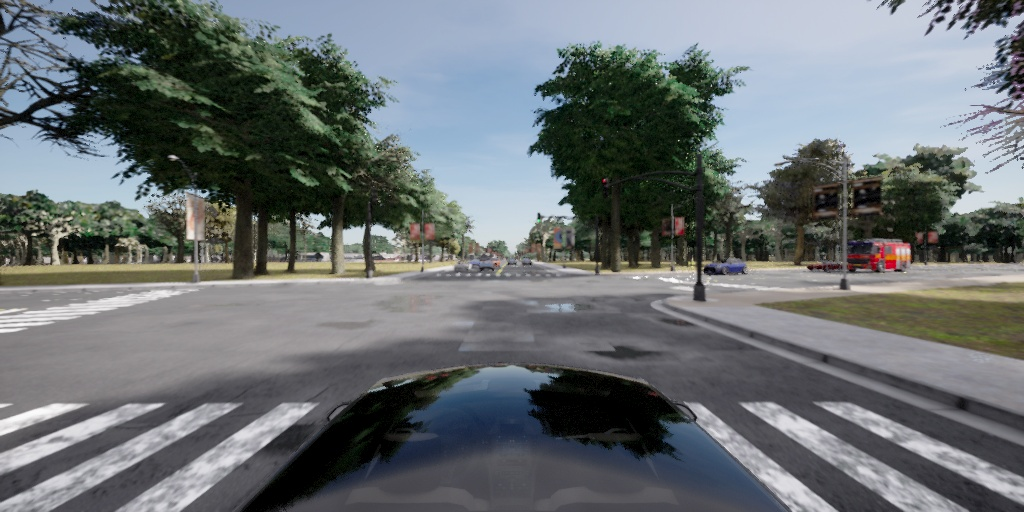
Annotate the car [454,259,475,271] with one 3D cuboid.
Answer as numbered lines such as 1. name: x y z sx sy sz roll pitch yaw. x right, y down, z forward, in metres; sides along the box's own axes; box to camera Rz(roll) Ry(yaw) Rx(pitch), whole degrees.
1. car: -6.560 1.360 48.036 1.895 1.301 4.718 0 0 0

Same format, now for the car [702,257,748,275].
1. car: 21.600 1.015 36.370 4.553 1.767 2.097 0 0 -23

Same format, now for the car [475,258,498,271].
1. car: -3.310 1.307 48.243 2.033 1.411 5.357 0 0 0

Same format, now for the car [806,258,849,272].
1. car: 37.935 1.224 43.358 4.718 1.301 1.895 0 0 -23

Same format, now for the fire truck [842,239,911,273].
1. fire truck: 42.452 -0.033 41.726 8.468 3.827 2.891 0 0 -23
